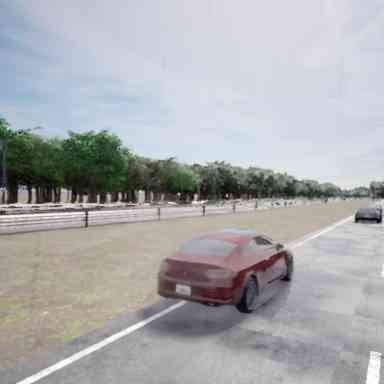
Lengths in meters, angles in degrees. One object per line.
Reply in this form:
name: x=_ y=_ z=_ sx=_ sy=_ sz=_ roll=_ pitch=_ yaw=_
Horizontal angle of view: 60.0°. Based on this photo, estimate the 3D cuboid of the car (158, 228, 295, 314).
car: x=1.041 y=1.593 z=7.871 sx=1.812 sy=1.442 sz=4.674 roll=0 pitch=-1 yaw=31

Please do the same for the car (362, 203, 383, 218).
car: x=21.065 y=2.074 z=38.539 sx=2.033 sy=1.411 sz=5.357 roll=0 pitch=0 yaw=31

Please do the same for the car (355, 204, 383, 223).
car: x=15.769 y=1.972 z=29.674 sx=1.994 sy=1.385 sz=4.181 roll=0 pitch=-1 yaw=32
